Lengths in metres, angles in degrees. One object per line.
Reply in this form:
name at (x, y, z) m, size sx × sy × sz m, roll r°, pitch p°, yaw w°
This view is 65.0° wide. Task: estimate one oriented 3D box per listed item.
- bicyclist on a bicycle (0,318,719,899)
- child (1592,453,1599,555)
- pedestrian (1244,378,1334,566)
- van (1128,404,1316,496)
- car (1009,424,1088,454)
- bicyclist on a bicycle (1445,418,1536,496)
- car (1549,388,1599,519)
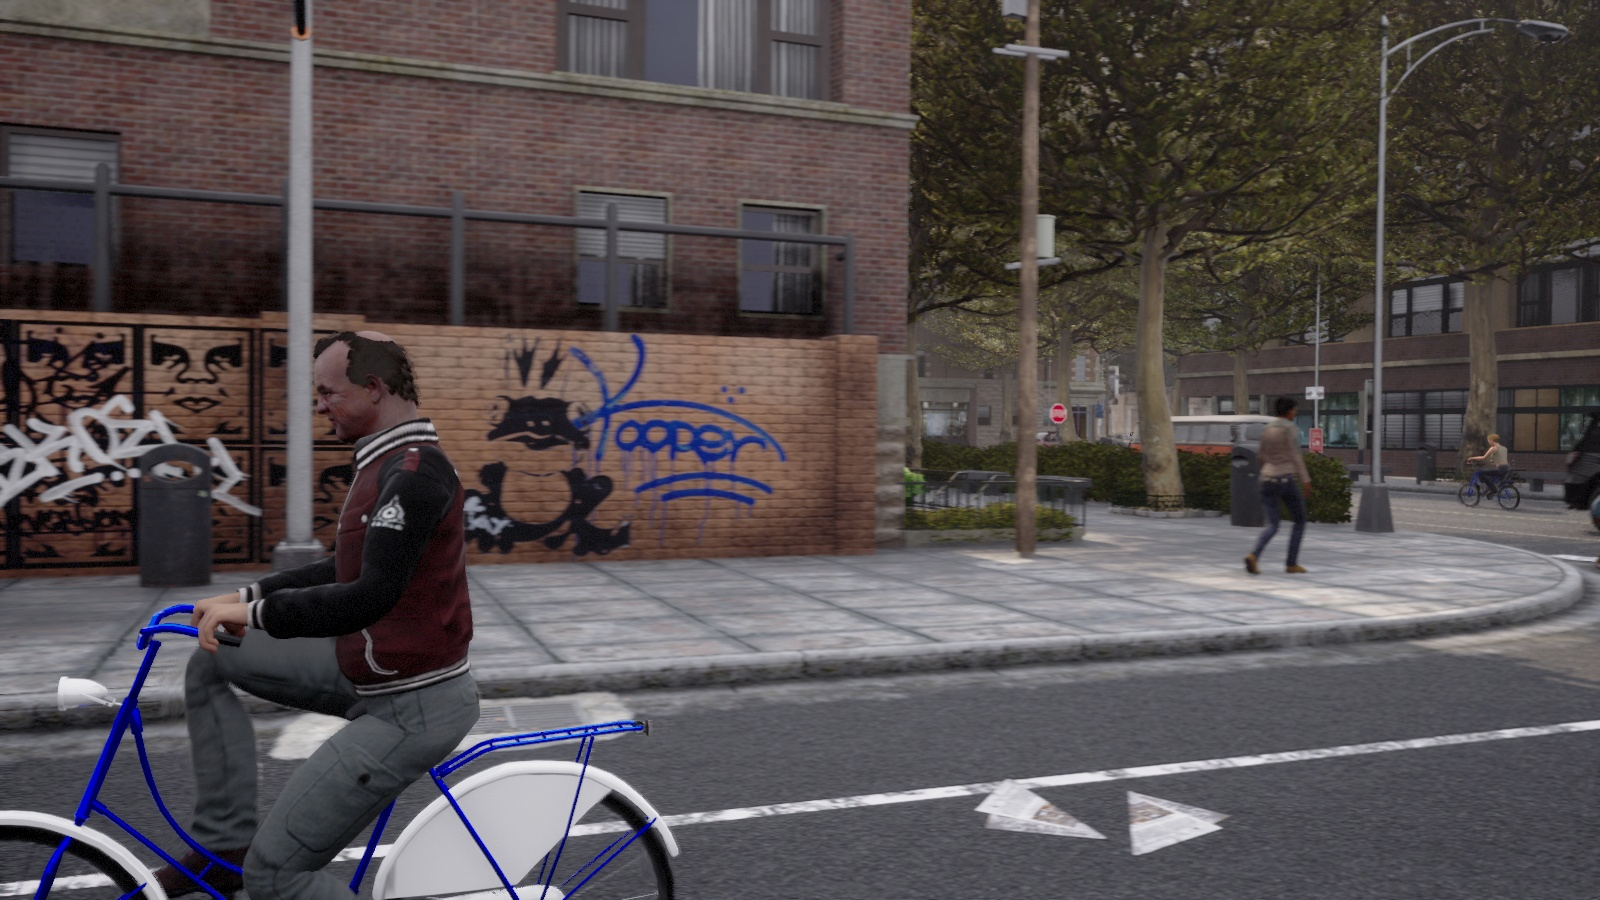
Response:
bicyclist on a bicycle at (-1.163, 0.636, 2.796) m, size 1.843 × 1.776 × 0.659 m, roll -1°, pitch 1°, yaw -21°
child at (9.607, 0.636, 14.706) m, size 0.448 × 1.192 × 0.343 m, roll -1°, pitch 1°, yaw -5°
pedestrian at (4.839, 0.200, 12.410) m, size 0.869 × 1.805 × 0.328 m, roll -1°, pitch 1°, yaw -27°
van at (9.848, -0.041, 29.715) m, size 1.775 × 1.987 × 4.442 m, roll -1°, pitch 1°, yaw -21°
car at (14.079, -0.617, 71.197) m, size 3.988 × 1.617 × 1.851 m, roll -1°, pitch 1°, yaw -22°
bicyclist on a bicycle at (14.724, 0.137, 26.811) m, size 0.866 × 1.612 × 1.509 m, roll -1°, pitch 1°, yaw -21°
car at (14.183, 0.064, 18.267) m, size 2.150 × 2.045 × 5.566 m, roll -1°, pitch 1°, yaw -19°
